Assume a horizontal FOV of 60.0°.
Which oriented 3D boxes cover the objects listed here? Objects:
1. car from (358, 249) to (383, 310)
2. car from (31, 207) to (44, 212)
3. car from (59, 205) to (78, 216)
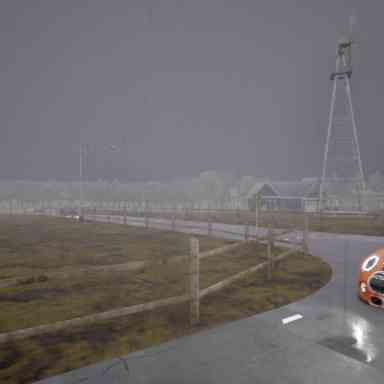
[{"bbox_3d":[5.392,1.376,6.798,4.553,1.767,2.097,1,-1,-36],"label":"car"},{"bbox_3d":[-36.566,4.313,79.883,1.812,1.442,4.674,0,-3,-35],"label":"car"},{"bbox_3d":[-18.615,2.799,49.972,1.837,1.490,4.892,0,-2,-35],"label":"car"}]
